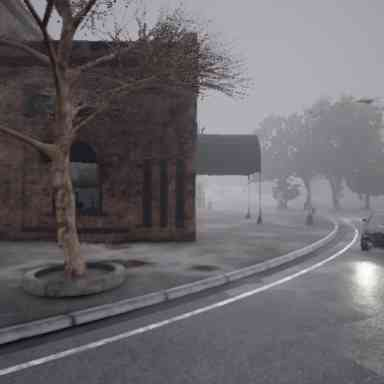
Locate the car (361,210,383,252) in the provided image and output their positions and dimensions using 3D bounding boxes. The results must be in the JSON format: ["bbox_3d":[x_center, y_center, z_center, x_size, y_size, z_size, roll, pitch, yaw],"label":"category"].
[{"bbox_3d":[8.112,1.470,13.515,1.882,1.535,5.008,0,0,32],"label":"car"}]

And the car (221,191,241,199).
[{"bbox_3d":[11.601,1.288,94.710,4.674,1.452,2.002,-2,4,-22],"label":"car"}]
